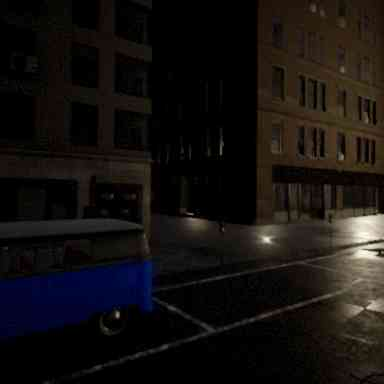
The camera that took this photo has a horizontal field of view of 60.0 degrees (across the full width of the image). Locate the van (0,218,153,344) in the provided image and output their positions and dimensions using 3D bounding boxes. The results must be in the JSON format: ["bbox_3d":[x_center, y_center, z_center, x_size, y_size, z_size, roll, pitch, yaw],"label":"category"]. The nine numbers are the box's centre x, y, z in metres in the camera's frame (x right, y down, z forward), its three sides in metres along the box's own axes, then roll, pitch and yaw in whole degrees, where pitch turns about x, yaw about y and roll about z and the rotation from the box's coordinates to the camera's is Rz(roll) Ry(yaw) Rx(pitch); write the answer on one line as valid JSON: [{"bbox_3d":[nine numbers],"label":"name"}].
[{"bbox_3d":[-2.544,1.341,4.938,3.998,1.788,1.690,0,1,-35],"label":"van"}]
